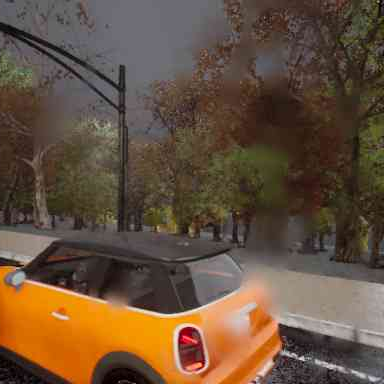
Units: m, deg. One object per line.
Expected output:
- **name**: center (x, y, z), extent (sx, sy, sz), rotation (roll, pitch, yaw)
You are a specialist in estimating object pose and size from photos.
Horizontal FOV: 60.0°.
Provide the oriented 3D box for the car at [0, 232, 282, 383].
- **car**: center (-1.221, 1.351, 4.568), extent (4.553, 1.767, 2.097), rotation (0, 0, 36)
